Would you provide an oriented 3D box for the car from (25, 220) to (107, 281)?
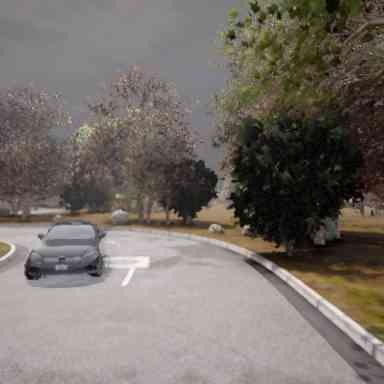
[{"bbox_3d":[-3.732,1.654,10.597,1.812,1.442,4.674,1,-1,-12],"label":"car"}]
